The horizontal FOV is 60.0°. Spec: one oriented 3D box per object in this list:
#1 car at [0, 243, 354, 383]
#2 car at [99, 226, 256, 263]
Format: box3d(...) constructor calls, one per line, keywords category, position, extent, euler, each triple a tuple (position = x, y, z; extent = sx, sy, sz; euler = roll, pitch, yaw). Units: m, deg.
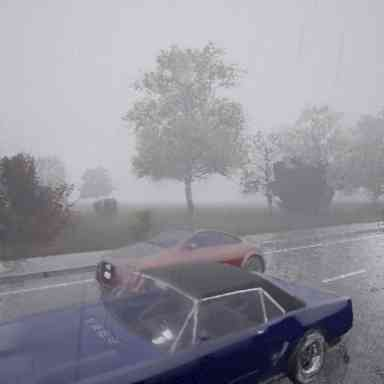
box3d(category="car", position=(-0.238, 1.602, 3.822), extent=(4.718, 1.301, 1.895), euler=(0, 0, -35))
box3d(category="car", position=(-0.156, 1.567, 8.178), extent=(4.181, 1.385, 1.994), euler=(0, 0, -35))
